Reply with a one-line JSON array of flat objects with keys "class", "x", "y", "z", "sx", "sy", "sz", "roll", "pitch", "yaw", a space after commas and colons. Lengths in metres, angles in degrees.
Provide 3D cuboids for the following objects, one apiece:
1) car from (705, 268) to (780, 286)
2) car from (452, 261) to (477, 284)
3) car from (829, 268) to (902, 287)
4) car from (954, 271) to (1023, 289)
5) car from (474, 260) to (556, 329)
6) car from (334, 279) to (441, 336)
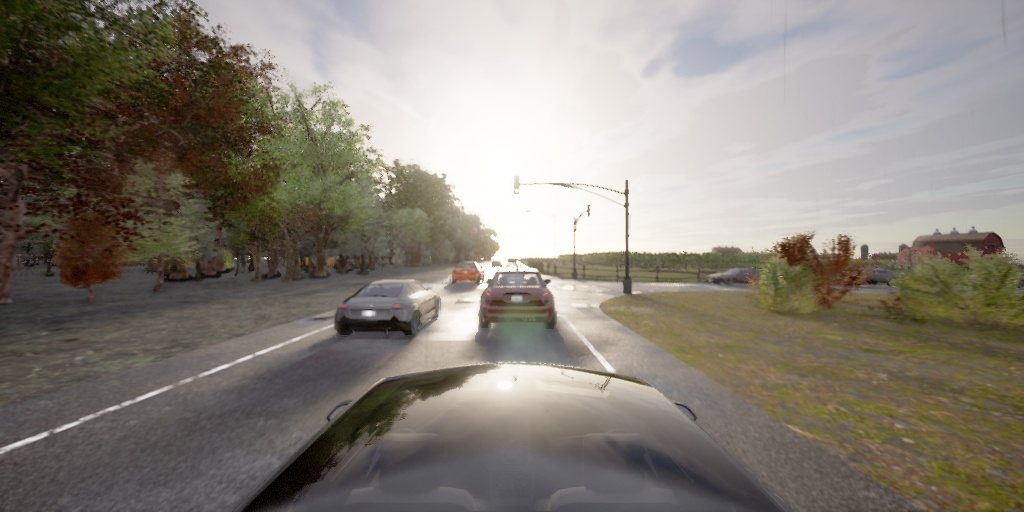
[{"class": "car", "x": 18.716, "y": 1.667, "z": 29.087, "sx": 5.357, "sy": 1.411, "sz": 2.033, "roll": 1, "pitch": -1, "yaw": 0}, {"class": "car", "x": -3.405, "y": 1.212, "z": 28.447, "sx": 2.097, "sy": 1.767, "sz": 4.553, "roll": 0, "pitch": 0, "yaw": 0}, {"class": "car", "x": 28.554, "y": 1.719, "z": 29.045, "sx": 4.902, "sy": 1.511, "sz": 2.128, "roll": 1, "pitch": -1, "yaw": 0}, {"class": "car", "x": 38.599, "y": 1.901, "z": 28.982, "sx": 4.181, "sy": 1.385, "sz": 1.994, "roll": 1, "pitch": -1, "yaw": 1}, {"class": "car", "x": 0.211, "y": 1.144, "z": 11.557, "sx": 2.097, "sy": 1.767, "sz": 4.553, "roll": 0, "pitch": 0, "yaw": 2}, {"class": "car", "x": -3.403, "y": 1.351, "z": 10.560, "sx": 1.994, "sy": 1.385, "sz": 4.181, "roll": 0, "pitch": 0, "yaw": 0}]
